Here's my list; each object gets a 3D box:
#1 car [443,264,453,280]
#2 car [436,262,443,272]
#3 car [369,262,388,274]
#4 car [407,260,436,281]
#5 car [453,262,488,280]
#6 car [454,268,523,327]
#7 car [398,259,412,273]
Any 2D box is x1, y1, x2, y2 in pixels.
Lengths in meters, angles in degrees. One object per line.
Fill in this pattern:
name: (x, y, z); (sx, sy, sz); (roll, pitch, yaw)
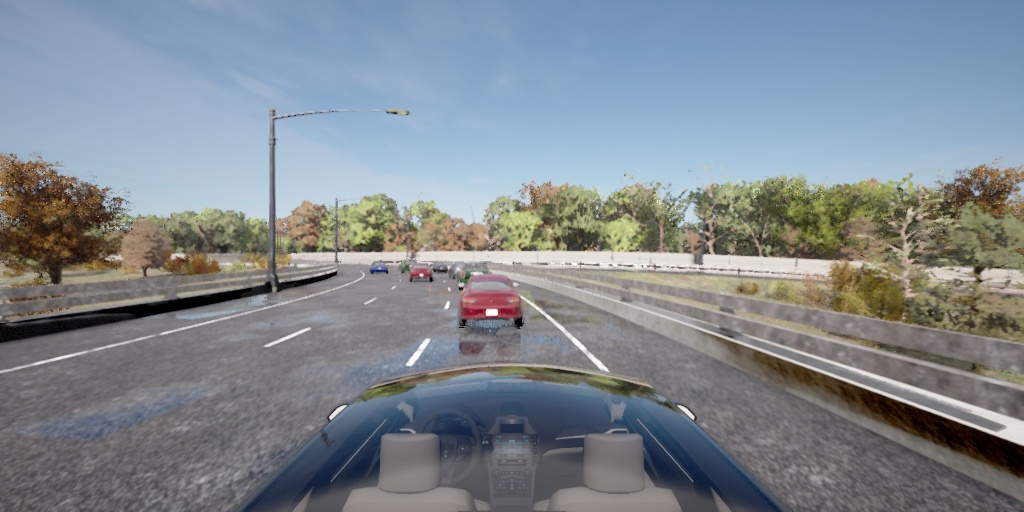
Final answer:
car: (-4.765, 1.369, 32.839); (2.033, 1.411, 5.357); (0, 0, -17)
car: (-9.343, 1.419, 45.355); (1.994, 1.385, 4.181); (0, 0, -23)
car: (-16.365, 1.425, 43.937); (1.994, 1.385, 4.181); (0, 0, -24)
car: (-7.793, 1.347, 30.657); (1.812, 1.442, 4.674); (0, 0, -15)
car: (-2.477, 1.149, 22.995); (2.097, 1.767, 4.553); (0, 0, -11)
car: (-0.745, 1.297, 11.559); (1.812, 1.442, 4.674); (0, 0, -6)
car: (-12.958, 1.209, 44.842); (2.097, 1.767, 4.553); (0, 0, -23)
